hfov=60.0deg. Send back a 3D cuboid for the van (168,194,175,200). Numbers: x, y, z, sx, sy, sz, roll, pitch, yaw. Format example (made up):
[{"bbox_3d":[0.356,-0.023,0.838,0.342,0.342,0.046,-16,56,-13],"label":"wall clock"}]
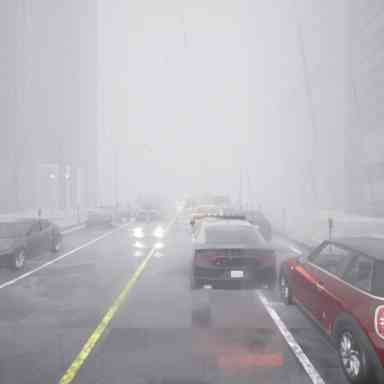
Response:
[{"bbox_3d":[-5.787,1.398,95.090,1.690,1.788,3.998,0,0,0],"label":"van"}]

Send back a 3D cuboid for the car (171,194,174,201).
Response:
[{"bbox_3d":[-5.781,1.352,72.652,2.192,1.841,5.009,0,0,0],"label":"car"}]

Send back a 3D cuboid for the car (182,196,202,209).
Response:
[{"bbox_3d":[0.000,1.564,44.554,2.033,1.411,5.357,0,0,1],"label":"car"}]

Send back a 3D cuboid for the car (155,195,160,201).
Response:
[{"bbox_3d":[-5.775,1.457,44.605,1.967,1.590,4.097,0,0,0],"label":"car"}]

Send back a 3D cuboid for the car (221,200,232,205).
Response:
[{"bbox_3d":[2.754,1.589,27.791,1.802,1.307,4.206,0,0,0],"label":"car"}]

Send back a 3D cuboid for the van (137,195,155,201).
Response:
[{"bbox_3d":[-5.773,1.354,38.995,1.690,1.788,3.998,0,0,0],"label":"van"}]

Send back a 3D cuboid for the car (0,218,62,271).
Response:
[{"bbox_3d":[-5.766,1.566,10.948,1.947,1.339,4.313,0,0,0],"label":"car"}]

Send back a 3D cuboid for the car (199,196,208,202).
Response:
[{"bbox_3d":[2.742,1.587,78.273,1.887,1.381,4.507,0,0,0],"label":"car"}]

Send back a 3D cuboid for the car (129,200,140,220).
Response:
[{"bbox_3d":[-5.771,1.588,27.776,1.802,1.307,4.206,0,0,0],"label":"car"}]

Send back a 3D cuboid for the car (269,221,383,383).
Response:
[{"bbox_3d":[2.760,1.440,5.355,1.967,1.590,4.097,0,0,0],"label":"car"}]

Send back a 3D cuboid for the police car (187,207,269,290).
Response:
[{"bbox_3d":[0.896,1.426,9.189,1.930,1.638,5.238,0,0,0],"label":"police car"}]

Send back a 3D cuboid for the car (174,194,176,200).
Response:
[{"bbox_3d":[-5.784,1.597,83.871,2.008,1.369,4.403,0,0,0],"label":"car"}]

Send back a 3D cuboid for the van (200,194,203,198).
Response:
[{"bbox_3d":[2.748,1.365,55.837,1.690,1.788,3.998,0,0,0],"label":"van"}]

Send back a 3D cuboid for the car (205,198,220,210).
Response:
[{"bbox_3d":[2.750,1.542,44.789,1.752,1.417,4.829,0,0,0],"label":"car"}]

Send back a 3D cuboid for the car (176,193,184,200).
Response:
[{"bbox_3d":[-3.025,1.548,95.096,2.128,1.511,4.902,0,0,0],"label":"car"}]

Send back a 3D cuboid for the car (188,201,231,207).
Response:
[{"bbox_3d":[0.846,1.482,19.072,1.882,1.535,5.008,0,0,-1],"label":"car"}]

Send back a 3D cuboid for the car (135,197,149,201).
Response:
[{"bbox_3d":[-5.772,1.535,33.216,1.752,1.417,4.829,0,0,0],"label":"car"}]

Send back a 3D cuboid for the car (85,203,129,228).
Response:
[{"bbox_3d":[-5.769,1.554,22.167,2.008,1.369,4.403,0,0,0],"label":"car"}]

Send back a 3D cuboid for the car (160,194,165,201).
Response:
[{"bbox_3d":[-5.776,1.335,50.214,2.192,1.841,5.009,0,0,0],"label":"car"}]

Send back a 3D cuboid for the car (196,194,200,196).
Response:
[{"bbox_3d":[-0.016,1.594,63.265,1.994,1.385,4.181,0,0,0],"label":"car"}]

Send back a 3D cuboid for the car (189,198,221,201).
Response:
[{"bbox_3d":[0.892,1.483,25.079,1.882,1.535,5.008,0,0,0],"label":"car"}]

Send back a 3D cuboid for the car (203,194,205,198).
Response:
[{"bbox_3d":[2.752,1.328,39.010,2.192,1.841,5.009,0,0,0],"label":"car"}]

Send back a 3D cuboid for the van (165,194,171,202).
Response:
[{"bbox_3d":[-5.780,1.373,67.043,1.690,1.788,3.998,0,0,0],"label":"van"}]

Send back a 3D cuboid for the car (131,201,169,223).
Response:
[{"bbox_3d":[-3.109,1.606,25.564,1.895,1.301,4.718,0,0,0],"label":"car"}]

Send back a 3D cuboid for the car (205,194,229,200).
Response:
[{"bbox_3d":[2.753,1.325,33.400,2.192,1.841,5.009,0,0,0],"label":"car"}]

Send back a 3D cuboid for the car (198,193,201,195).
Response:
[{"bbox_3d":[2.745,1.348,67.055,2.192,1.841,5.009,0,0,0],"label":"car"}]

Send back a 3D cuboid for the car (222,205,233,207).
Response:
[{"bbox_3d":[2.757,1.568,16.573,1.947,1.339,4.313,0,0,0],"label":"car"}]
